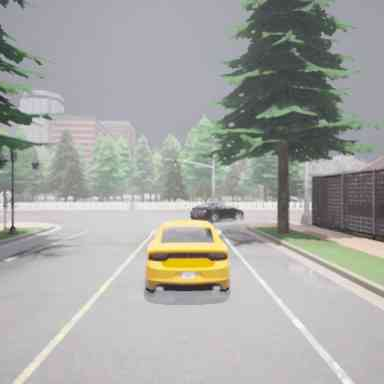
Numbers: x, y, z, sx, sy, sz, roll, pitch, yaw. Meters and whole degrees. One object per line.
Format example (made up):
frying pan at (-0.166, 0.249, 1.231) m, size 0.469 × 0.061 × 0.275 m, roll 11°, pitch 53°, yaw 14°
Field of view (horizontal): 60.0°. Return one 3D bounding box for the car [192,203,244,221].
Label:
car at (2.052, 1.577, 25.905) m, size 4.902 × 1.511 × 2.128 m, roll 0°, pitch -1°, yaw -44°

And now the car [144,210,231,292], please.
car at (-0.152, 1.495, 9.055) m, size 1.882 × 1.535 × 5.008 m, roll 0°, pitch 0°, yaw -2°
